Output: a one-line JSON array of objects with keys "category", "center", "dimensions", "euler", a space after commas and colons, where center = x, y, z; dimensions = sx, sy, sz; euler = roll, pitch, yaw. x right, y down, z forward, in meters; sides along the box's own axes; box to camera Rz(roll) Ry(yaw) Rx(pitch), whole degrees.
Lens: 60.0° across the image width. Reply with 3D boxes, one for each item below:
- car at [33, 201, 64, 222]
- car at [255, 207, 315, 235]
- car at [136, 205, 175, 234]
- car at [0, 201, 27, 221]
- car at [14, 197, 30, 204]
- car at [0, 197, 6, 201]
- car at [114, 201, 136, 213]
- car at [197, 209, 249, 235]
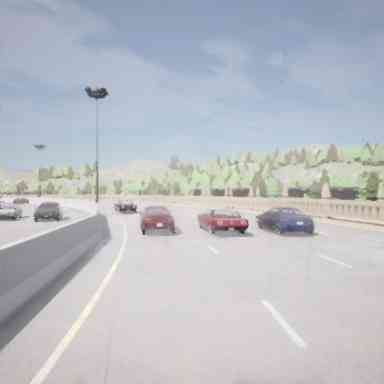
[{"category": "car", "center": [-11.407, 1.549, 26.649], "dimensions": [1.837, 1.490, 4.892], "euler": [0, 0, -17]}, {"category": "car", "center": [5.103, 1.541, 18.739], "dimensions": [1.994, 1.385, 4.181], "euler": [0, 0, -10]}, {"category": "car", "center": [-2.109, 1.532, 19.387], "dimensions": [1.812, 1.442, 4.674], "euler": [0, 0, -11]}, {"category": "car", "center": [-15.282, 1.660, 27.449], "dimensions": [1.895, 1.301, 4.718], "euler": [0, 0, -19]}, {"category": "car", "center": [-32.398, 1.645, 63.199], "dimensions": [1.994, 1.385, 4.181], "euler": [0, 0, -42]}, {"category": "car", "center": [-36.220, 1.573, 62.133], "dimensions": [1.812, 1.442, 4.674], "euler": [0, 0, -42]}, {"category": "car", "center": [-7.569, 1.627, 37.308], "dimensions": [1.895, 1.301, 4.718], "euler": [0, 0, -22]}, {"category": "car", "center": [1.583, 1.592, 18.878], "dimensions": [1.895, 1.301, 4.718], "euler": [0, 0, -11]}]
